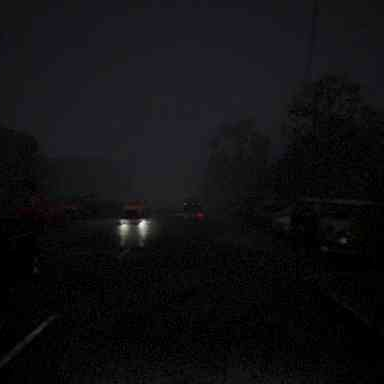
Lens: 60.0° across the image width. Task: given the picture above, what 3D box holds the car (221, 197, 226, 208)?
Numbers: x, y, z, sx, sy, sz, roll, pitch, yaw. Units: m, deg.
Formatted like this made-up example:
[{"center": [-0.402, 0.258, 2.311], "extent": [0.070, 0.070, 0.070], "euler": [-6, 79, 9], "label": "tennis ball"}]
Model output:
[{"center": [6.479, 1.573, 40.797], "extent": [4.792, 1.488, 2.163], "euler": [1, -1, -20], "label": "car"}]

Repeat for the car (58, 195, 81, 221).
[{"center": [-11.354, 1.367, 26.164], "extent": [4.553, 1.767, 2.185], "euler": [-1, 0, -20], "label": "car"}]

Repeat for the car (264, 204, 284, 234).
[{"center": [6.424, 1.523, 17.229], "extent": [4.674, 1.452, 2.002], "euler": [1, 0, -20], "label": "car"}]

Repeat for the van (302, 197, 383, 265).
[{"center": [6.305, 1.255, 11.300], "extent": [4.442, 1.987, 1.878], "euler": [1, 0, -20], "label": "van"}]

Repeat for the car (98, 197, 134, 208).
[{"center": [-11.361, 1.582, 49.629], "extent": [4.892, 1.521, 2.231], "euler": [-1, -1, -20], "label": "car"}]

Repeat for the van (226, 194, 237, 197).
[{"center": [6.556, 1.307, 37.888], "extent": [4.442, 1.987, 1.878], "euler": [1, -1, -20], "label": "van"}]

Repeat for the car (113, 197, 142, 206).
[{"center": [-11.341, 1.662, 58.428], "extent": [4.674, 1.452, 2.002], "euler": [-1, -1, -20], "label": "car"}]

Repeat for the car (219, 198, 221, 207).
[{"center": [6.430, 1.429, 43.721], "extent": [4.553, 1.767, 2.185], "euler": [1, -1, -20], "label": "car"}]

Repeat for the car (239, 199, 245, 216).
[{"center": [6.427, 1.535, 26.068], "extent": [4.674, 1.452, 2.002], "euler": [1, 0, -20], "label": "car"}]

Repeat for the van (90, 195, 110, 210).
[{"center": [-11.266, 1.291, 35.001], "extent": [4.442, 1.987, 1.878], "euler": [-1, 0, -20], "label": "van"}]

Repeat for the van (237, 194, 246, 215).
[{"center": [6.547, 1.278, 29.052], "extent": [4.442, 1.987, 1.878], "euler": [1, 0, -20], "label": "van"}]

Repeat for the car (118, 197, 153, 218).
[{"center": [-5.048, 1.497, 30.226], "extent": [1.882, 1.535, 5.008], "euler": [0, 0, 0], "label": "car"}]

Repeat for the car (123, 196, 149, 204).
[{"center": [-11.323, 1.664, 67.224], "extent": [4.892, 1.521, 2.231], "euler": [-1, 0, -20], "label": "car"}]

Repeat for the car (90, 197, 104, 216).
[{"center": [-11.368, 1.509, 32.022], "extent": [5.008, 1.535, 2.097], "euler": [-1, 0, -20], "label": "car"}]

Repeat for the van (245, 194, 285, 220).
[{"center": [6.323, 1.263, 23.076], "extent": [4.442, 1.987, 1.878], "euler": [1, 0, -20], "label": "van"}]

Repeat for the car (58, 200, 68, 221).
[{"center": [-11.388, 1.529, 23.225], "extent": [4.674, 1.452, 2.002], "euler": [-1, 0, -20], "label": "car"}]

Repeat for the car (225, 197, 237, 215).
[{"center": [6.266, 1.505, 31.888], "extent": [5.366, 1.575, 1.946], "euler": [1, 0, -20], "label": "car"}]

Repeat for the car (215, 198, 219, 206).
[{"center": [6.490, 1.612, 49.632], "extent": [4.792, 1.488, 2.163], "euler": [1, -1, -20], "label": "car"}]

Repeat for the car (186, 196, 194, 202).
[{"center": [-0.531, 1.869, 90.948], "extent": [2.097, 1.535, 5.008], "euler": [0, -1, -1], "label": "car"}]

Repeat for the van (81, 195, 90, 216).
[{"center": [-11.489, 1.277, 29.046], "extent": [4.442, 1.987, 1.878], "euler": [-1, 0, -20], "label": "van"}]

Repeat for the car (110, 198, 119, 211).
[{"center": [-11.395, 1.416, 40.817], "extent": [4.553, 1.767, 2.185], "euler": [-1, -1, -20], "label": "car"}]

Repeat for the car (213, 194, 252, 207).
[{"center": [6.446, 1.344, 52.551], "extent": [5.566, 2.045, 2.435], "euler": [1, 0, -20], "label": "car"}]

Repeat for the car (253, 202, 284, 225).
[{"center": [6.425, 1.527, 20.174], "extent": [4.674, 1.452, 2.002], "euler": [1, 0, -20], "label": "car"}]

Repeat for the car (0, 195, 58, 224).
[{"center": [-11.419, 1.234, 20.277], "extent": [5.566, 2.045, 2.435], "euler": [-1, 0, -20], "label": "car"}]

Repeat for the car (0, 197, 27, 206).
[{"center": [-11.429, 1.356, 17.353], "extent": [4.553, 1.767, 2.185], "euler": [-1, 0, -20], "label": "car"}]

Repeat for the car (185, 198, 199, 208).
[{"center": [0.071, 1.661, 49.877], "extent": [1.994, 1.385, 4.181], "euler": [0, 0, 0], "label": "car"}]

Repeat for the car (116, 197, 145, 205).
[{"center": [-11.341, 1.637, 61.362], "extent": [4.892, 1.521, 2.231], "euler": [-1, -1, -20], "label": "car"}]

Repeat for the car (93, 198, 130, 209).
[{"center": [-11.327, 1.597, 46.703], "extent": [4.792, 1.488, 2.163], "euler": [-1, -1, -20], "label": "car"}]

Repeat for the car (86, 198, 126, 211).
[{"center": [-11.364, 1.555, 43.757], "extent": [4.892, 1.521, 2.231], "euler": [-1, -1, -20], "label": "car"}]

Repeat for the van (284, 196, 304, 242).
[{"center": [6.526, 1.258, 14.333], "extent": [4.442, 1.987, 1.878], "euler": [1, 0, -20], "label": "van"}]

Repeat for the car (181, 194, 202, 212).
[{"center": [0.052, 1.403, 39.348], "extent": [2.097, 1.767, 4.553], "euler": [0, 0, 0], "label": "car"}]

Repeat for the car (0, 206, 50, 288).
[{"center": [-5.058, 1.351, 7.045], "extent": [2.097, 1.767, 4.553], "euler": [0, 0, -1], "label": "car"}]
